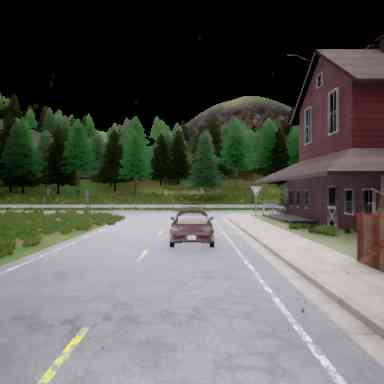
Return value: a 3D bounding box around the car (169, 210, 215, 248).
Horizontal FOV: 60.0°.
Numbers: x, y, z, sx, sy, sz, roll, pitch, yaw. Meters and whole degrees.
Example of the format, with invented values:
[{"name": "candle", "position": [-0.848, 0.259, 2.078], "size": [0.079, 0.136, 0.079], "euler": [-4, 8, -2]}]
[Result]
[{"name": "car", "position": [0.000, 1.530, 14.650], "size": [1.812, 1.442, 4.674], "euler": [0, 0, 0]}]
